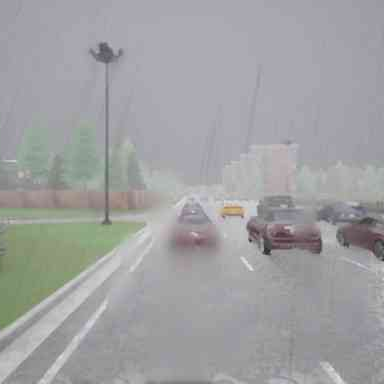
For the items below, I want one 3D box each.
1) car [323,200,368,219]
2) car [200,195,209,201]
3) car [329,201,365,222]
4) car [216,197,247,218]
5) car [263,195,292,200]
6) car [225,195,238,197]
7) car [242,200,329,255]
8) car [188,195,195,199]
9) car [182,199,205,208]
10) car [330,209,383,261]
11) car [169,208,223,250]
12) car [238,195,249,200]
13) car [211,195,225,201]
[{"bbox_3d":[14.062,1.560,30.823,1.882,1.535,5.008,0,0,0],"label":"car"},{"bbox_3d":[3.420,1.588,89.423,2.097,1.767,4.553,0,0,0],"label":"car"},{"bbox_3d":[10.543,1.613,24.357,2.033,1.411,5.357,0,0,0],"label":"car"},{"bbox_3d":[3.562,1.561,30.813,1.882,1.535,5.008,0,0,0],"label":"car"},{"bbox_3d":[7.060,1.297,28.260,2.150,2.045,5.566,0,0,0],"label":"car"},{"bbox_3d":[10.420,1.758,89.458,2.128,1.511,4.902,0,0,0],"label":"car"},{"bbox_3d":[3.575,1.390,13.681,2.097,1.767,4.553,0,0,0],"label":"car"},{"bbox_3d":[-0.080,1.759,89.482,1.812,1.442,4.674,0,0,0],"label":"car"},{"bbox_3d":[0.060,1.645,30.013,1.994,1.385,4.181,0,0,0],"label":"car"},{"bbox_3d":[7.069,1.560,12.236,1.812,1.442,4.674,0,-1,0],"label":"car"},{"bbox_3d":[0.078,1.604,14.607,1.994,1.385,4.181,0,0,0],"label":"car"},{"bbox_3d":[13.920,1.785,89.078,1.994,1.385,4.181,0,0,0],"label":"car"},{"bbox_3d":[6.921,1.755,88.655,2.128,1.511,4.902,0,0,0],"label":"car"}]
